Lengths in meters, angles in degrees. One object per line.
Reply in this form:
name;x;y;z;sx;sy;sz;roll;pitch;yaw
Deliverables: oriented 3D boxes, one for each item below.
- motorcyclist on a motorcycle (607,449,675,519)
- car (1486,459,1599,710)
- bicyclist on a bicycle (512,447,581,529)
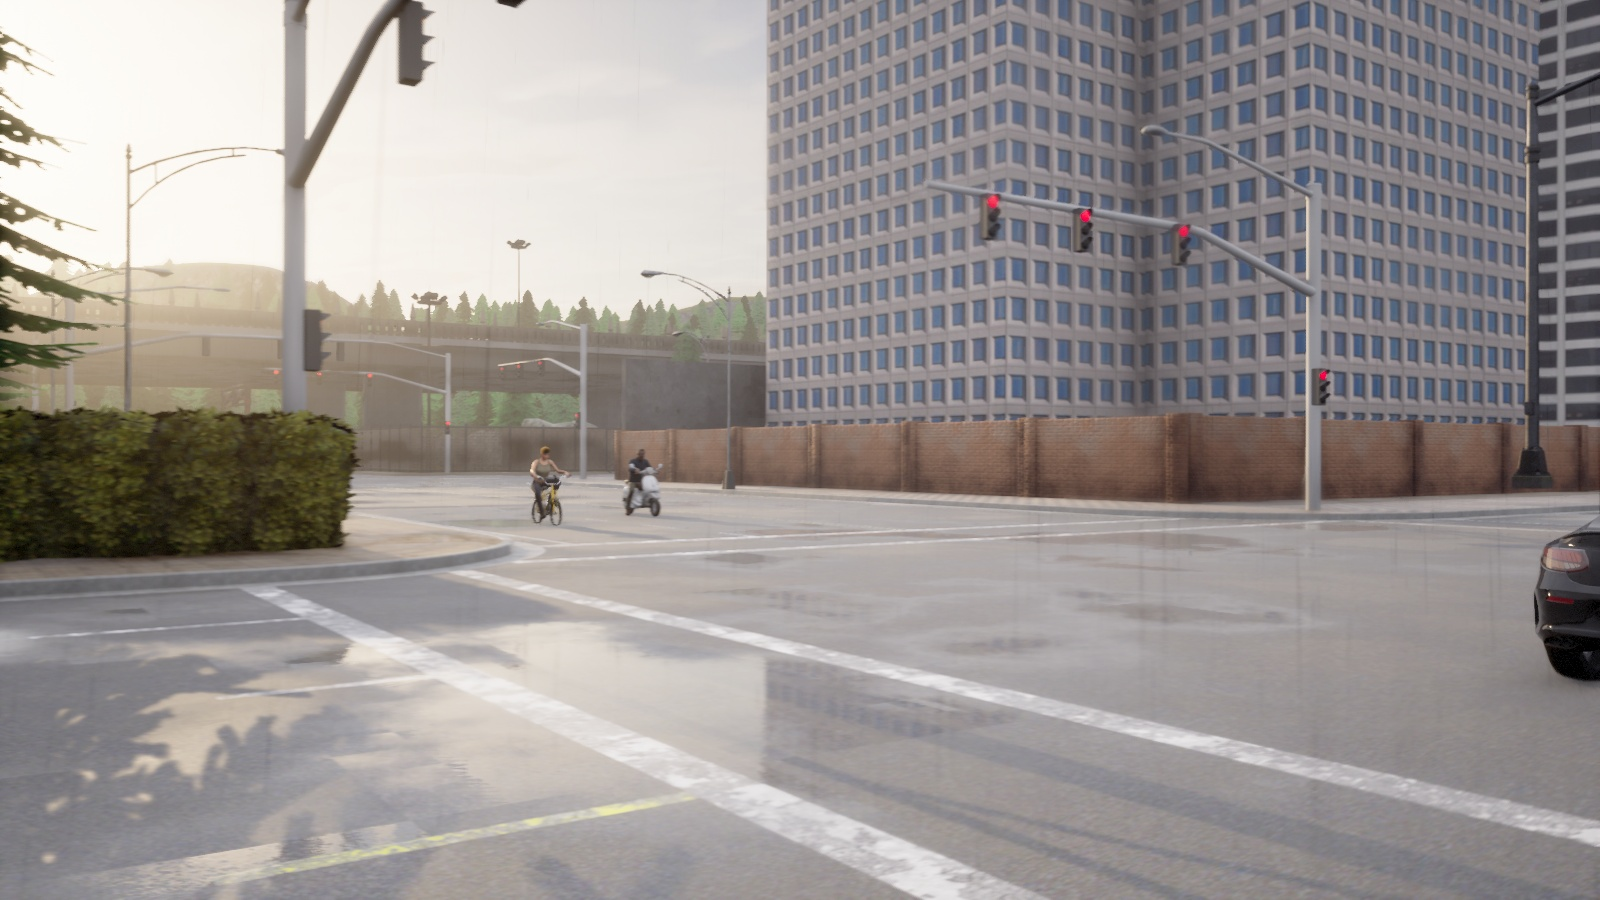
motorcyclist on a motorcycle;-3.787;0.779;29.743;0.866;1.590;1.817;0;0;-34
car;6.682;0.777;8.385;4.674;1.442;1.812;0;0;-35
bicyclist on a bicycle;-5.173;0.755;25.580;0.866;1.612;1.509;0;0;-34
